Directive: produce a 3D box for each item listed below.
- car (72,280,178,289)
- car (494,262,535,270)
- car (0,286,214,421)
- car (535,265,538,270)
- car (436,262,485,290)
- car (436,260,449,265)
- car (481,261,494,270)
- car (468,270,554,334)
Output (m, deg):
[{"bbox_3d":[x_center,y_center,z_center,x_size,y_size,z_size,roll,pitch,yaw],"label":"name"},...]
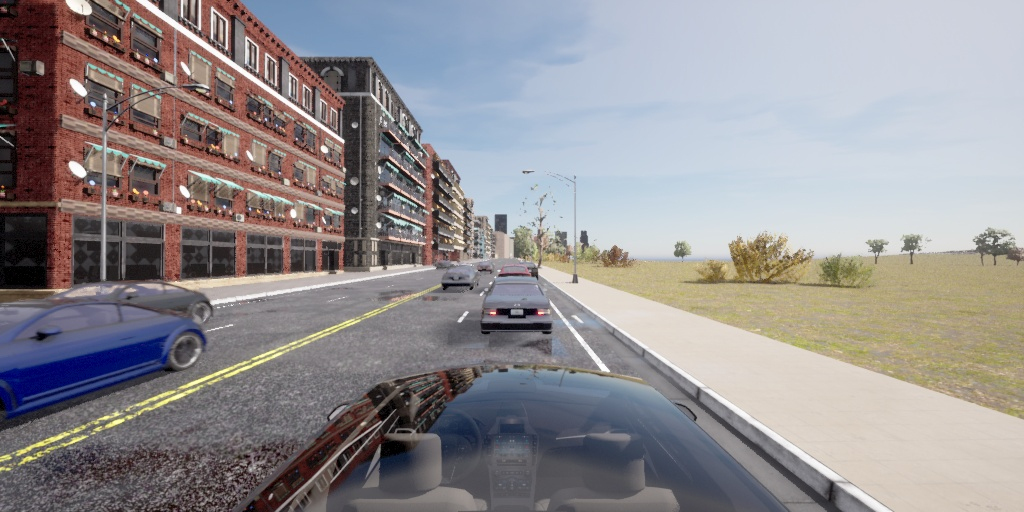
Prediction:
[{"bbox_3d":[-9.837,1.315,8.875,1.994,1.385,4.181,0,0,0],"label":"car"},{"bbox_3d":[0.144,1.231,21.079,1.882,1.535,5.008,0,0,0],"label":"car"},{"bbox_3d":[-6.596,1.314,4.843,1.994,1.385,4.181,0,0,0],"label":"car"},{"bbox_3d":[1.200,1.232,30.517,1.882,1.535,5.008,0,0,0],"label":"car"},{"bbox_3d":[-3.111,1.301,22.403,2.033,1.411,5.357,0,0,0],"label":"car"},{"bbox_3d":[-9.735,1.317,51.958,1.994,1.385,4.181,0,0,0],"label":"car"},{"bbox_3d":[-3.066,1.301,42.168,2.033,1.411,5.357,0,0,0],"label":"car"},{"bbox_3d":[0.118,1.299,10.540,2.033,1.411,5.357,0,0,0],"label":"car"}]
